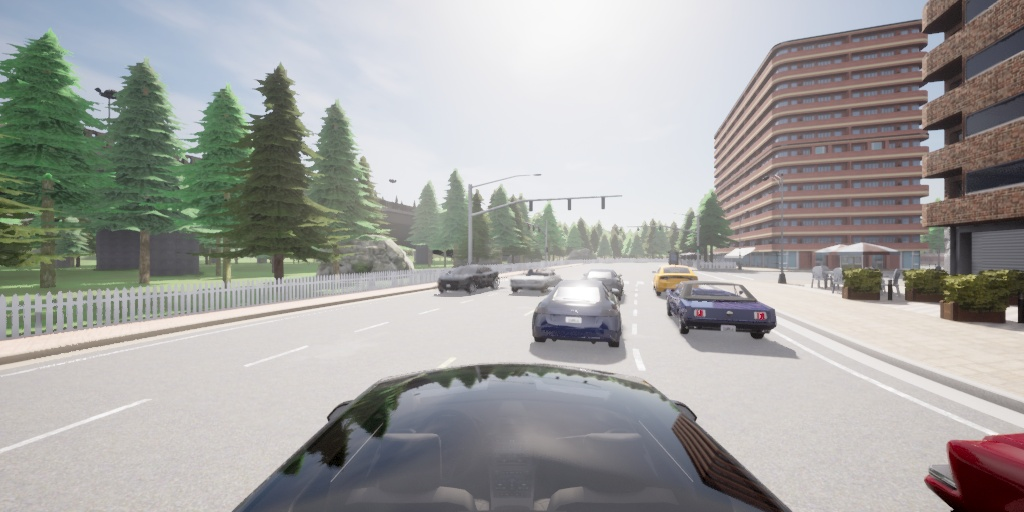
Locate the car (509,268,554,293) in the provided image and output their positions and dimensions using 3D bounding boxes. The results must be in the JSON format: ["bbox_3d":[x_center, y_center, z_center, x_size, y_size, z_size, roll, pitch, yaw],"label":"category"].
[{"bbox_3d":[1.427,1.350,20.294,1.895,1.301,4.718,0,0,20],"label":"car"}]

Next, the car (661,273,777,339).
[{"bbox_3d":[5.572,1.351,10.226,1.895,1.301,4.718,0,0,18],"label":"car"}]

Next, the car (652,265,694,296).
[{"bbox_3d":[8.603,1.227,19.090,1.882,1.535,5.008,0,0,19],"label":"car"}]

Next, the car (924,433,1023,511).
[{"bbox_3d":[3.718,1.351,0.176,1.895,1.301,4.718,0,0,-2],"label":"car"}]

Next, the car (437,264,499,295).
[{"bbox_3d":[-2.320,1.227,20.220,1.882,1.535,5.008,0,0,20],"label":"car"}]

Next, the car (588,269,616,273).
[{"bbox_3d":[4.391,1.314,17.521,1.994,1.385,4.181,0,0,19],"label":"car"}]

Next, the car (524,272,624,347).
[{"bbox_3d":[1.832,1.314,9.465,1.994,1.385,4.181,0,0,16],"label":"car"}]
